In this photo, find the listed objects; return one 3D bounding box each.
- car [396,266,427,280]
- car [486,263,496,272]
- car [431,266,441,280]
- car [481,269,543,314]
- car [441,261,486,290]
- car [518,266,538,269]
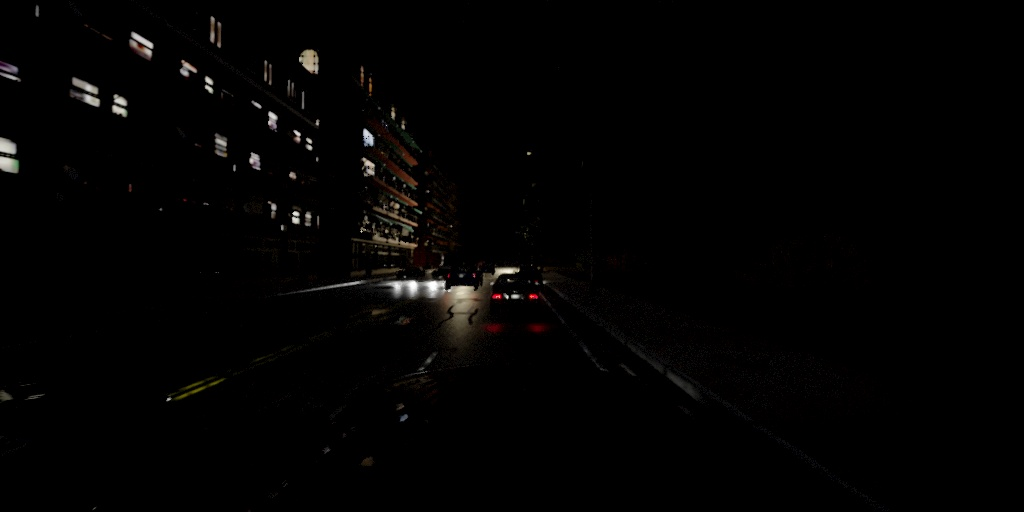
[{"bbox_3d":[-9.855,1.635,35.222,1.895,1.301,4.718,0,0,0],"label":"car"},{"bbox_3d":[-3.153,1.602,45.949,1.882,1.535,5.008,0,0,0],"label":"car"},{"bbox_3d":[-6.605,1.635,35.234,1.895,1.301,4.718,0,0,0],"label":"car"},{"bbox_3d":[0.101,1.405,14.287,2.033,1.411,5.357,0,0,0],"label":"car"},{"bbox_3d":[-3.154,1.294,24.363,2.097,1.767,4.553,0,-1,0],"label":"car"},{"bbox_3d":[1.135,1.457,25.331,1.837,1.490,4.892,0,0,0],"label":"car"}]
